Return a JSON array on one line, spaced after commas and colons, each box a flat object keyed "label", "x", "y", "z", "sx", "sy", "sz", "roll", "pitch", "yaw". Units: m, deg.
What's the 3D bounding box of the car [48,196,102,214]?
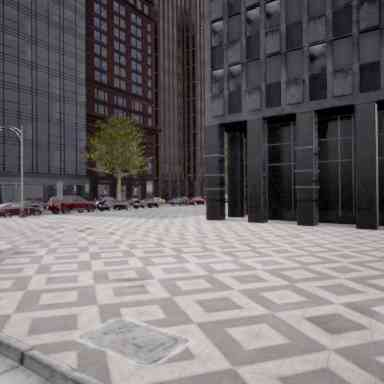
[{"label": "car", "x": -12.191, "y": 1.291, "z": 33.954, "sx": 2.192, "sy": 1.841, "sz": 5.009, "roll": -1, "pitch": 0, "yaw": 35}]

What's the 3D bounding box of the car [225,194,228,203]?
[{"label": "car", "x": 3.790, "y": 1.224, "z": 57.181, "sx": 2.192, "sy": 1.841, "sz": 5.009, "roll": -1, "pitch": 0, "yaw": 35}]

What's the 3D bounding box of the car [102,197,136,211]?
[{"label": "car", "x": -8.993, "y": 1.526, "z": 38.598, "sx": 1.947, "sy": 1.339, "sz": 4.313, "roll": -1, "pitch": 0, "yaw": 35}]

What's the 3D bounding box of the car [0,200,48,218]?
[{"label": "car", "x": -15.385, "y": 1.577, "z": 29.307, "sx": 1.802, "sy": 1.307, "sz": 4.206, "roll": -1, "pitch": 0, "yaw": 35}]

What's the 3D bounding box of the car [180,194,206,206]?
[{"label": "car", "x": 0.595, "y": 1.464, "z": 52.534, "sx": 1.887, "sy": 1.381, "sz": 4.507, "roll": -1, "pitch": 0, "yaw": 35}]

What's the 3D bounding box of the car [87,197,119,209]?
[{"label": "car", "x": -12.818, "y": 1.486, "z": 48.079, "sx": 1.967, "sy": 1.590, "sz": 4.097, "roll": -1, "pitch": 0, "yaw": 35}]

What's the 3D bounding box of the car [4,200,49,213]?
[{"label": "car", "x": -19.209, "y": 1.644, "z": 38.787, "sx": 1.947, "sy": 1.339, "sz": 4.313, "roll": -1, "pitch": 0, "yaw": 35}]

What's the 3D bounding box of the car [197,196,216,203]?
[{"label": "car", "x": 3.166, "y": 1.537, "z": 71.309, "sx": 1.887, "sy": 1.381, "sz": 4.507, "roll": -1, "pitch": 0, "yaw": 35}]

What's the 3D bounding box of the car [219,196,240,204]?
[{"label": "car", "x": 6.988, "y": 1.465, "z": 61.824, "sx": 1.947, "sy": 1.339, "sz": 4.313, "roll": -1, "pitch": 0, "yaw": 35}]

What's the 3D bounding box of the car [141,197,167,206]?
[{"label": "car", "x": -6.520, "y": 1.546, "z": 57.230, "sx": 1.752, "sy": 1.417, "sz": 4.829, "roll": -1, "pitch": 0, "yaw": 35}]

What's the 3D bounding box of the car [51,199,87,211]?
[{"label": "car", "x": -16.013, "y": 1.643, "z": 43.433, "sx": 1.802, "sy": 1.307, "sz": 4.206, "roll": -1, "pitch": 0, "yaw": 35}]

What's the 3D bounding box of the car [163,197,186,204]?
[{"label": "car", "x": -3.227, "y": 1.576, "z": 62.017, "sx": 1.947, "sy": 1.339, "sz": 4.313, "roll": -1, "pitch": 0, "yaw": 35}]

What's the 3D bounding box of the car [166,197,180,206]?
[{"label": "car", "x": -1.647, "y": 1.498, "z": 53.893, "sx": 2.033, "sy": 1.411, "sz": 5.357, "roll": -1, "pitch": 0, "yaw": 35}]

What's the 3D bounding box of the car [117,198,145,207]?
[{"label": "car", "x": -9.620, "y": 1.614, "z": 52.725, "sx": 1.802, "sy": 1.307, "sz": 4.206, "roll": -1, "pitch": 0, "yaw": 35}]

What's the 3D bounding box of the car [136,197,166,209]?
[{"label": "car", "x": -5.797, "y": 1.510, "z": 43.242, "sx": 1.947, "sy": 1.339, "sz": 4.313, "roll": -1, "pitch": 0, "yaw": 35}]

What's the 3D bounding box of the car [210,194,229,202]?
[{"label": "car", "x": 6.361, "y": 1.298, "z": 75.956, "sx": 2.192, "sy": 1.841, "sz": 5.009, "roll": -1, "pitch": 0, "yaw": 35}]
